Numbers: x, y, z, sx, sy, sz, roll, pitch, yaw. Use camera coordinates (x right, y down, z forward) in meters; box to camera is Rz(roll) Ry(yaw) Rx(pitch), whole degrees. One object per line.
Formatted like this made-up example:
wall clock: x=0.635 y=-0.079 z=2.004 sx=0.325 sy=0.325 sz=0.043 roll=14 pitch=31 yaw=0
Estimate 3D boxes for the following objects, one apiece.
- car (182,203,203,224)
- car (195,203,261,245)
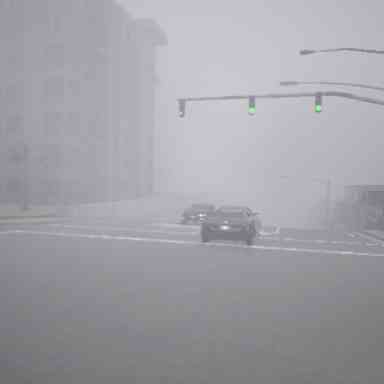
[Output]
car: x=0.726 y=1.534 z=23.549 sx=1.837 sy=1.490 sz=4.892 roll=1 pitch=-3 yaw=16
car: x=1.756 y=1.263 z=13.866 sx=1.994 sy=1.385 sz=4.181 roll=1 pitch=0 yaw=16
